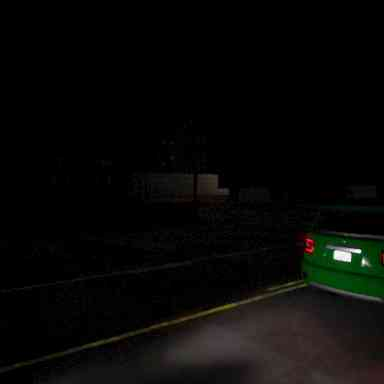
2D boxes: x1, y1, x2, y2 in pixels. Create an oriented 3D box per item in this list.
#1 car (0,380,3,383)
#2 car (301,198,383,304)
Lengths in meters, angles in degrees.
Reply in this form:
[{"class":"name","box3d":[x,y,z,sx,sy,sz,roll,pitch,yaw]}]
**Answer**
[{"class":"car","box3d":[-3.404,1.621,1.326,4.718,1.301,1.895,-1,0,-35]},{"class":"car","box3d":[4.708,1.146,7.202,5.566,2.045,2.150,-1,0,-36]}]
